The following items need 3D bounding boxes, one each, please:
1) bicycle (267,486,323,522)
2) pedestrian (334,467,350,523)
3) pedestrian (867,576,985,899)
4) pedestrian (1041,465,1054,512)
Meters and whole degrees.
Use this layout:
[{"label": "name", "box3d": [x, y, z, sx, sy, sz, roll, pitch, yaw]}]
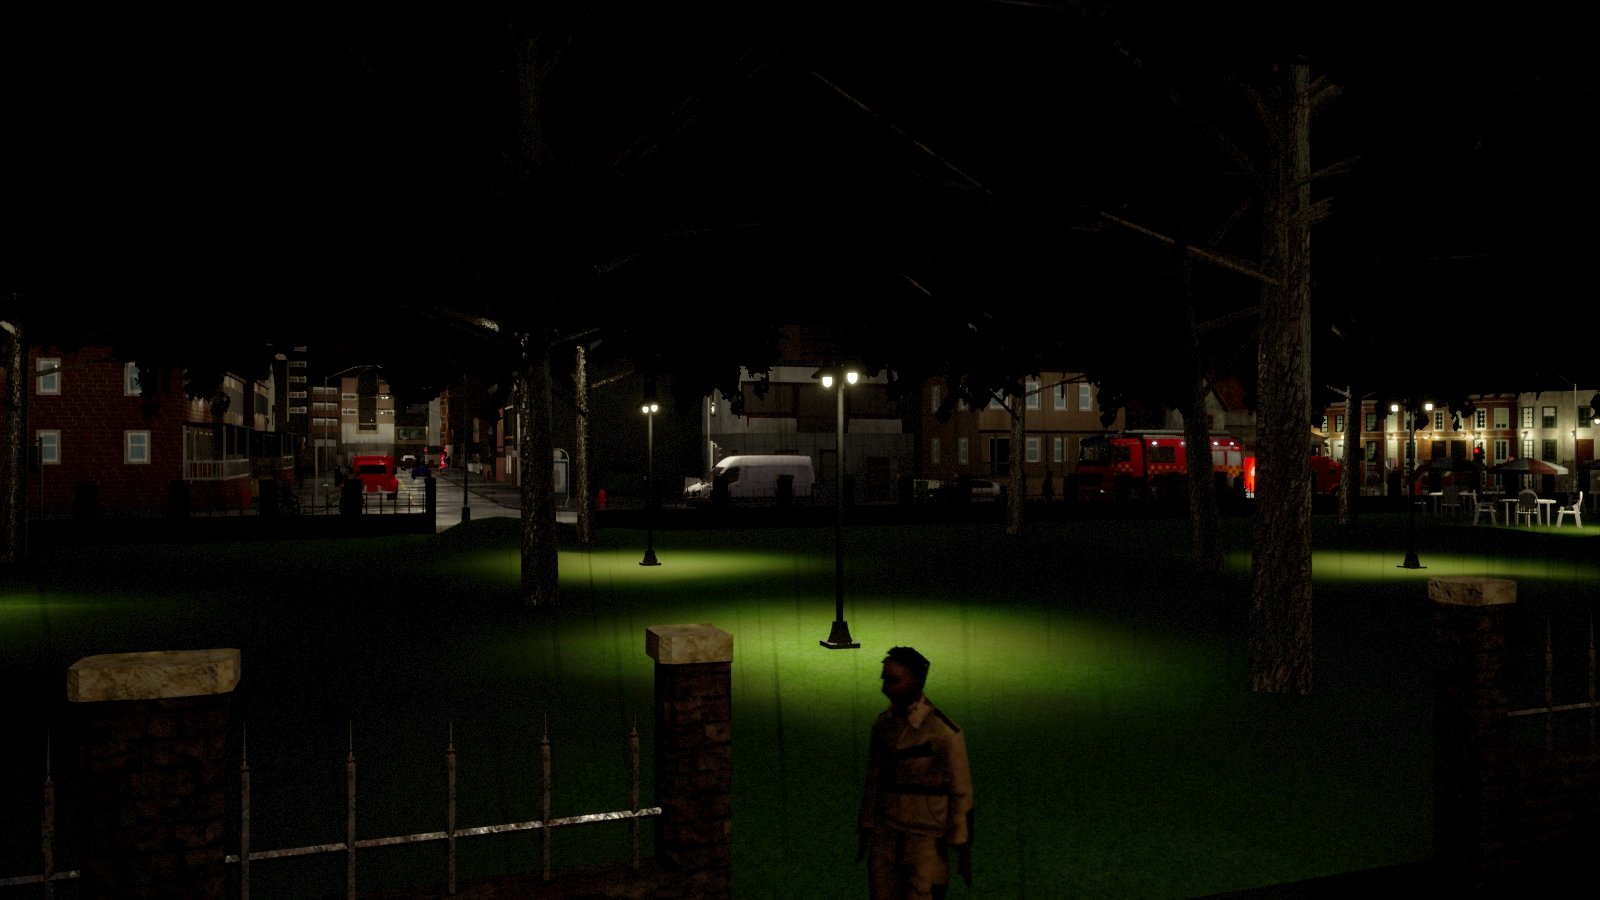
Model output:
[{"label": "bicycle", "box3d": [-18.180, 1.940, 41.141, 1.835, 1.271, 0.329, 0, 0, -20]}, {"label": "pedestrian", "box3d": [-15.553, 1.525, 38.826, 0.375, 1.860, 0.375, 0, 0, 1]}, {"label": "pedestrian", "box3d": [0.563, 1.525, 5.115, 0.375, 1.860, 0.375, 0, 0, 42]}, {"label": "pedestrian", "box3d": [9.913, 1.525, 45.739, 0.375, 1.860, 0.375, 0, 0, -20]}]
